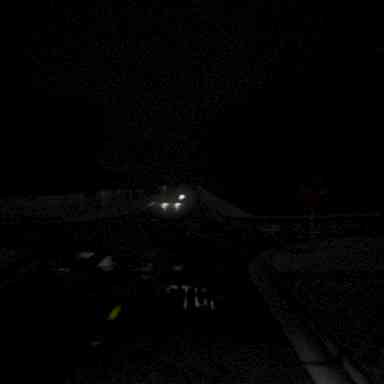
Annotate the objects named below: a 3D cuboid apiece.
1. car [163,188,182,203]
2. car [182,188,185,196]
[{"bbox_3d":[-2.575,0.578,42.315,1.882,1.535,5.008,0,3,0],"label":"car"},{"bbox_3d":[-2.475,-0.046,67.071,2.128,1.511,4.902,0,2,0],"label":"car"}]
